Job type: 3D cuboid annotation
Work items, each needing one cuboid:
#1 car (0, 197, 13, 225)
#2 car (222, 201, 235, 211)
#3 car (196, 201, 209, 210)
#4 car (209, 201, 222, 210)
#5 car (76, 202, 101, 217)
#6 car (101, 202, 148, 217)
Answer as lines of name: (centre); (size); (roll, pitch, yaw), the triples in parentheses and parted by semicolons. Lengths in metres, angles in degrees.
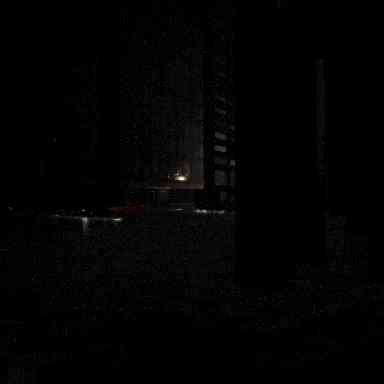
car: (-15.600, 1.371, 23.306); (2.150, 2.045, 5.566); (0, -1, 33)
car: (6.990, 2.147, 48.979); (2.033, 1.411, 5.357); (0, -1, 36)
car: (2.887, 2.198, 54.533); (2.033, 1.411, 5.357); (0, -1, 36)
car: (5.341, 2.127, 52.385); (2.128, 1.511, 4.902); (0, -1, 36)
car: (-10.295, 1.853, 36.393); (1.837, 1.490, 4.892); (0, -1, 36)
car: (-6.867, 1.834, 35.589); (1.882, 1.535, 5.008); (0, 0, 36)
